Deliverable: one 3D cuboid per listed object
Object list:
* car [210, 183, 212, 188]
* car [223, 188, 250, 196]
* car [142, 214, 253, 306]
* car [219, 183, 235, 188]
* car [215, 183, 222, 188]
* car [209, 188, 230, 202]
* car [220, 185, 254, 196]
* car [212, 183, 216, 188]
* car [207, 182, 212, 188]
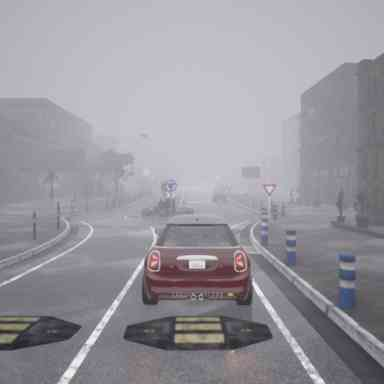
[{"bbox_3d":[7.768,-0.938,82.238,5.008,1.535,2.097,0,2,-1],"label":"car"},{"bbox_3d":[8.064,-0.033,60.212,4.674,1.452,2.002,0,2,-1],"label":"car"},{"bbox_3d":[0.120,1.314,8.129,2.097,1.767,4.553,0,0,1],"label":"car"},{"bbox_3d":[7.991,-0.319,62.957,4.553,1.767,2.185,0,2,-1],"label":"car"},{"bbox_3d":[8.015,-0.562,65.705,5.566,2.045,2.435,0,2,-1],"label":"car"},{"bbox_3d":[3.701,0.595,46.446,1.837,1.490,4.892,0,3,-1],"label":"car"},{"bbox_3d":[7.912,0.048,57.453,5.366,1.575,1.946,0,3,-1],"label":"car"},{"bbox_3d":[7.844,-0.742,76.730,4.892,1.521,2.231,0,2,-1],"label":"car"},{"bbox_3d":[7.622,-1.454,90.496,5.566,2.045,2.435,0,2,-1],"label":"car"}]
